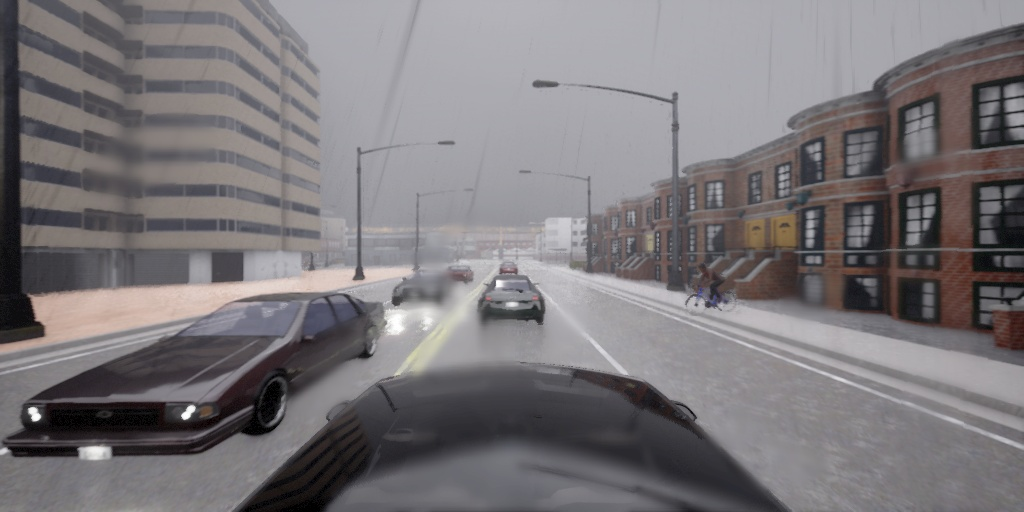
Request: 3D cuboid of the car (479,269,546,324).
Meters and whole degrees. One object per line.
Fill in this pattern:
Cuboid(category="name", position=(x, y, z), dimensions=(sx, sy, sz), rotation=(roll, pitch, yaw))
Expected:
Cuboid(category="car", position=(-0.017, 1.309, 11.925), dimensions=(1.994, 1.385, 4.181), rotation=(0, 0, -1))

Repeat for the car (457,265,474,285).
Cuboid(category="car", position=(-3.882, 1.356, 26.015), dimensions=(1.895, 1.301, 4.718), rotation=(0, 0, -1))

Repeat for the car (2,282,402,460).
Cuboid(category="car", position=(-3.633, 1.311, 5.753), dimensions=(2.033, 1.411, 5.357), rotation=(0, 0, -1))

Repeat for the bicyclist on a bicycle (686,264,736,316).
Cuboid(category="bicyclist on a bicycle", position=(6.321, 1.056, 11.480), dimensions=(1.656, 1.620, 0.582), rotation=(-6, 0, -1))

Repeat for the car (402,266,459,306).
Cuboid(category="car", position=(-3.759, 1.324, 15.717), dimensions=(1.994, 1.385, 4.181), rotation=(0, 0, -1))

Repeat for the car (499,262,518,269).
Cuboid(category="car", position=(-0.346, 1.299, 38.344), dimensions=(1.994, 1.385, 4.181), rotation=(0, 0, -1))
